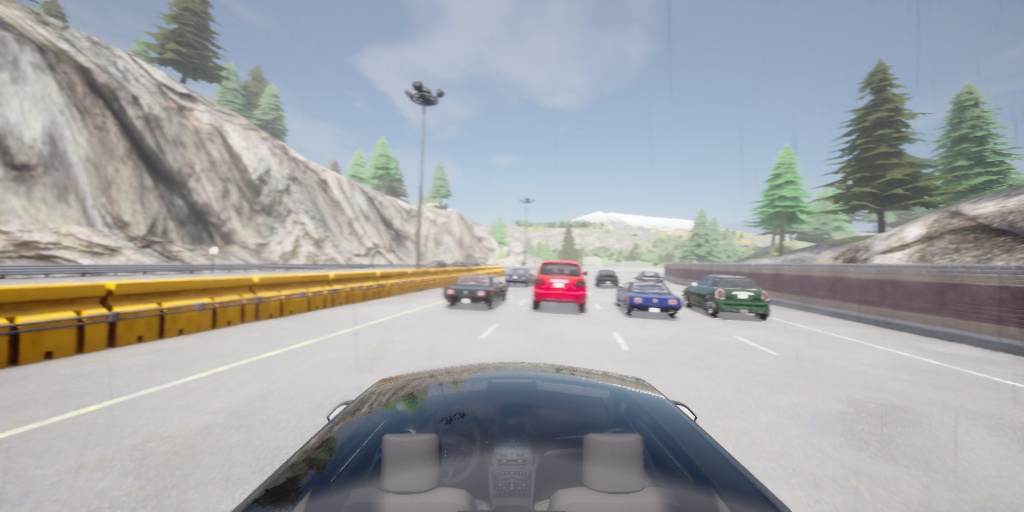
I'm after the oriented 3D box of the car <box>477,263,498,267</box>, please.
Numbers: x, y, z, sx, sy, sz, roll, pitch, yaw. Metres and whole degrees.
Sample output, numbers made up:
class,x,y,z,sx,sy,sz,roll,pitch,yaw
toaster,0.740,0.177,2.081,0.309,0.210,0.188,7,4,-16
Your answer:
class,x,y,z,sx,sy,sz,roll,pitch,yaw
car,-3.370,1.845,56.398,1.812,1.442,4.674,2,-1,19

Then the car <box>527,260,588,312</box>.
class,x,y,z,sx,sy,sz,roll,pitch,yaw
car,2.215,1.239,16.217,2.150,2.045,5.566,2,-1,9

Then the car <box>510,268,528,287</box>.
class,x,y,z,sx,sy,sz,roll,pitch,yaw
car,0.687,1.670,28.993,2.033,1.411,5.357,2,-1,10

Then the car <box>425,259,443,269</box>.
class,x,y,z,sx,sy,sz,roll,pitch,yaw
car,-12.843,1.376,61.046,2.097,1.767,4.553,2,-1,20

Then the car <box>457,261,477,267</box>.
class,x,y,z,sx,sy,sz,roll,pitch,yaw
car,-6.550,1.725,57.919,1.837,1.490,4.892,2,-1,19

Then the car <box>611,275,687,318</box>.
class,x,y,z,sx,sy,sz,roll,pitch,yaw
car,5.600,1.733,15.328,1.895,1.301,4.718,2,-1,9

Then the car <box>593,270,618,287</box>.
class,x,y,z,sx,sy,sz,roll,pitch,yaw
car,8.305,1.947,31.642,1.837,1.490,4.892,2,0,11

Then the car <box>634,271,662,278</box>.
class,x,y,z,sx,sy,sz,roll,pitch,yaw
car,11.739,2.053,31.003,2.128,1.511,4.902,2,-1,11

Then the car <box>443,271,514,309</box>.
class,x,y,z,sx,sy,sz,roll,pitch,yaw
car,-1.393,1.479,15.904,1.895,1.301,4.718,2,-1,9

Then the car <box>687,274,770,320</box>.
class,x,y,z,sx,sy,sz,roll,pitch,yaw
car,9.245,1.626,15.903,2.097,1.767,4.553,2,-1,9

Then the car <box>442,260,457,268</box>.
class,x,y,z,sx,sy,sz,roll,pitch,yaw
car,-9.278,1.656,60.654,1.837,1.490,4.892,2,0,20
